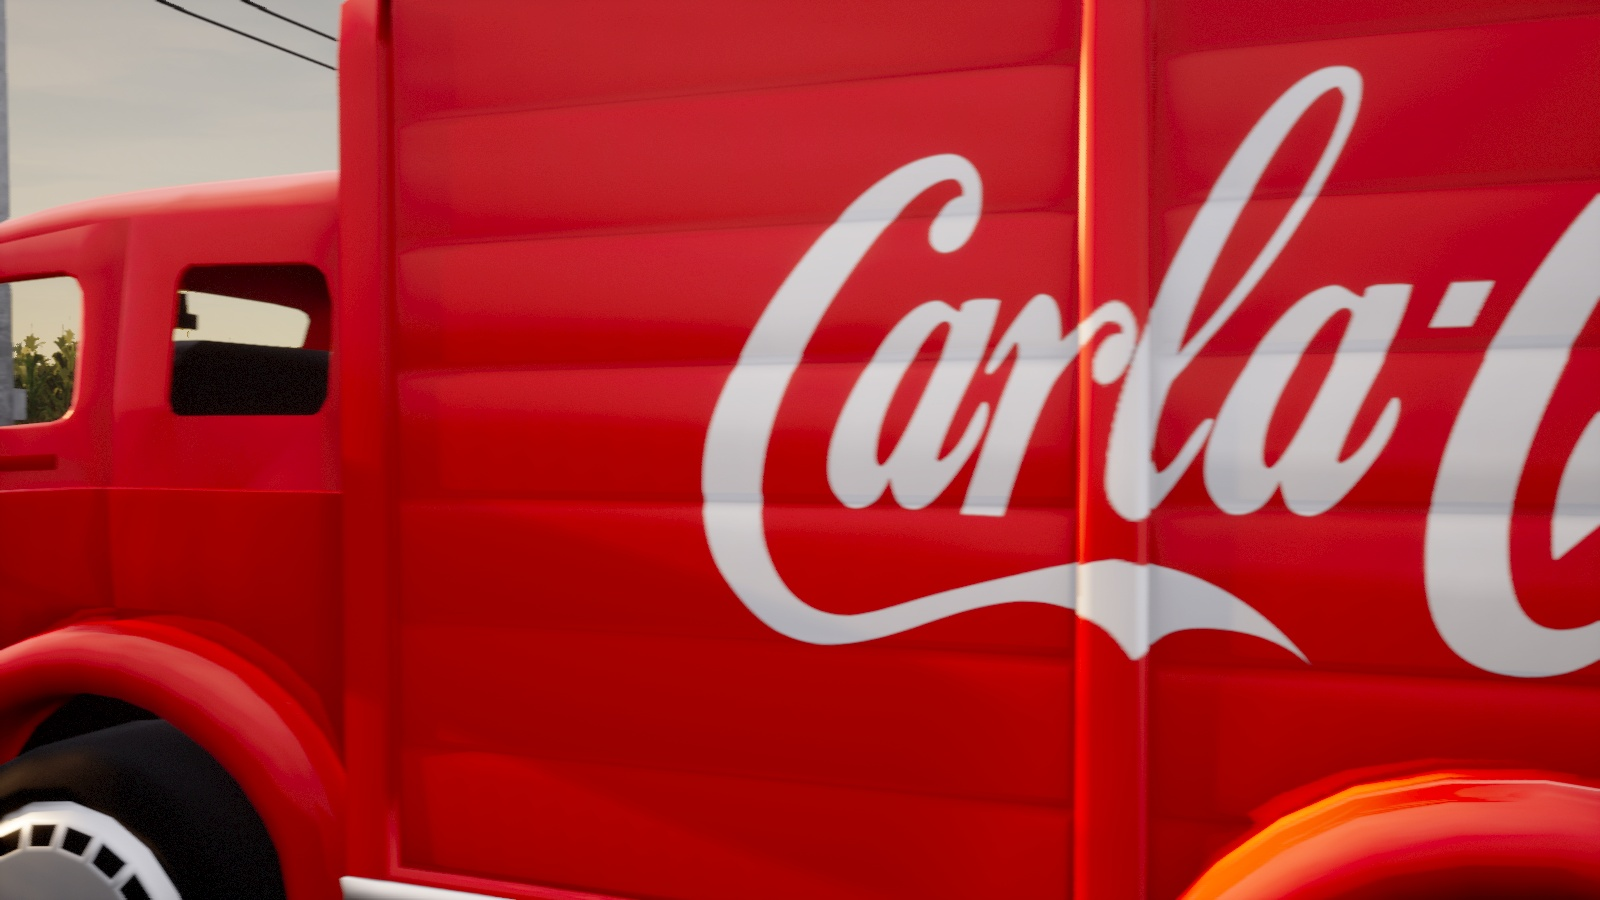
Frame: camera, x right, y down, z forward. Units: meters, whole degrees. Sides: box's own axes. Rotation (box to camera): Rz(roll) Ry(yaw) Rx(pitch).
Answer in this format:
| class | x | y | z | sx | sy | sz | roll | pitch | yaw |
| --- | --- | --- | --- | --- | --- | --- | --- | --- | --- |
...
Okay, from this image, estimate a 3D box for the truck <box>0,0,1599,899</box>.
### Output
| class | x | y | z | sx | sy | sz | roll | pitch | yaw |
| --- | --- | --- | --- | --- | --- | --- | --- | --- | --- |
| truck | 0.163 | 0.290 | 3.136 | 5.204 | 2.467 | 2.627 | 1 | 1 | 19 |
